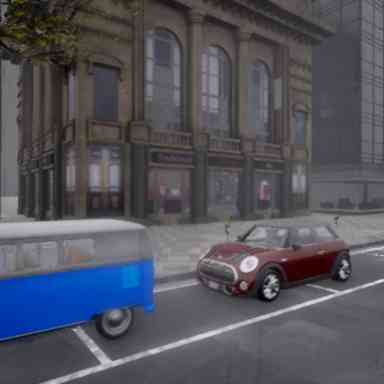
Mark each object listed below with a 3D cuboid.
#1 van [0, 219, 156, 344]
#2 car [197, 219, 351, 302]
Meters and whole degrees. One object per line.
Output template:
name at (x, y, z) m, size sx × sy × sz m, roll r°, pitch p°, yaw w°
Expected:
van at (-2.503, 1.345, 4.983) m, size 3.998 × 1.788 × 1.690 m, roll 0°, pitch 0°, yaw -35°
car at (2.095, 1.468, 8.248) m, size 4.097 × 1.590 × 1.967 m, roll 0°, pitch 0°, yaw -35°
